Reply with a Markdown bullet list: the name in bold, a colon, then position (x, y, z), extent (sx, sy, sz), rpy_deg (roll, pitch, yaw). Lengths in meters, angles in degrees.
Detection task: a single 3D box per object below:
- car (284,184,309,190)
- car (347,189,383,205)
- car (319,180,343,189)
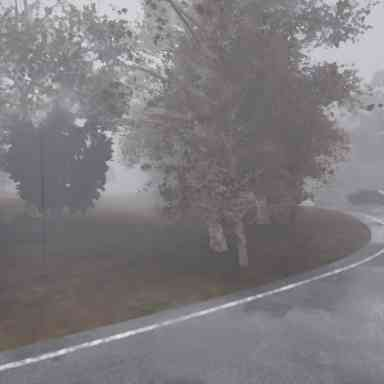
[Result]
- **car**: position (19.887, -1.045, 62.617), extent (5.008, 1.535, 1.882), rpy_deg (-5, 3, -33)
- **car**: position (16.767, 0.455, 30.478), extent (1.812, 1.442, 4.674), rpy_deg (-5, 3, -43)
- **car**: position (25.736, -1.493, 62.059), extent (4.553, 1.767, 2.097), rpy_deg (-4, 2, -19)
